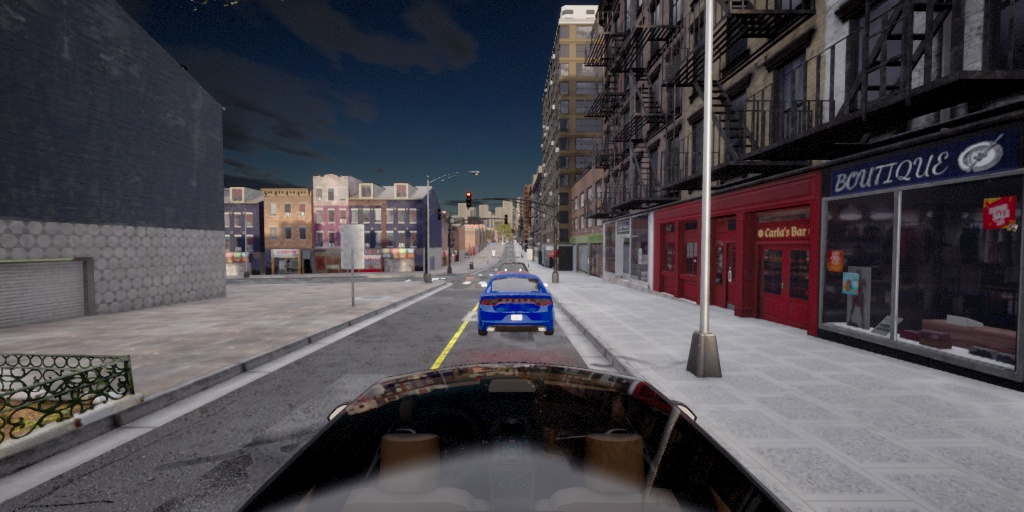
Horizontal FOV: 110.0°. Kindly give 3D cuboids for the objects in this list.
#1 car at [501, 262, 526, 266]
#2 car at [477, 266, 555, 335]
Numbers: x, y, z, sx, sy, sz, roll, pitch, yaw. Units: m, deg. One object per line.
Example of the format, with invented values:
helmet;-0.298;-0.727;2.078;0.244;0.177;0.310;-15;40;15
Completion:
car;0.054;1.109;20.495;2.097;1.767;4.553;0;0;0
car;0.087;1.229;10.502;1.882;1.535;5.008;0;0;0
